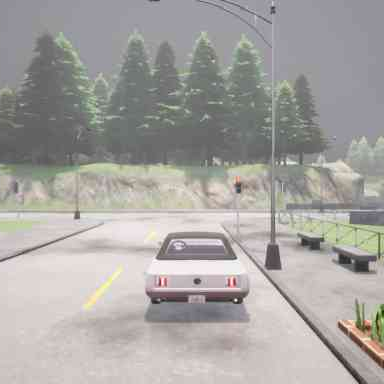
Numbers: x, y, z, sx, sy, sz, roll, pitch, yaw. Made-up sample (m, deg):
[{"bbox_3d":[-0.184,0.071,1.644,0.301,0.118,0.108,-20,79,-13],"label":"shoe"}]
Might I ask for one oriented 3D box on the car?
[{"bbox_3d":[0.095,1.601,8.086,1.895,1.301,4.718,0,0,0],"label":"car"}]
